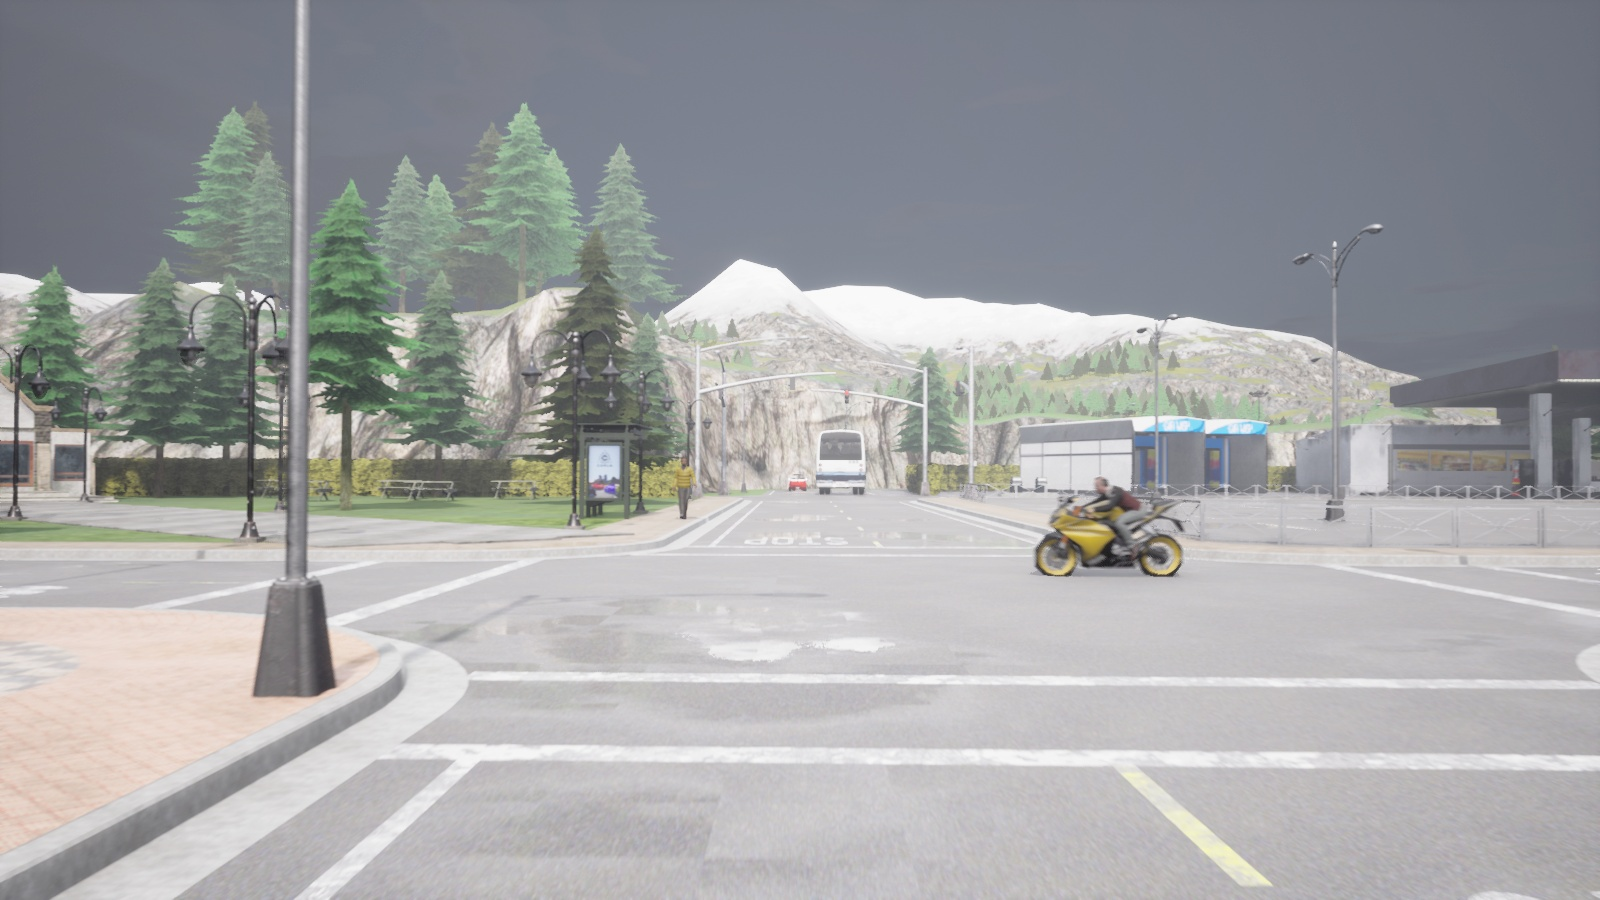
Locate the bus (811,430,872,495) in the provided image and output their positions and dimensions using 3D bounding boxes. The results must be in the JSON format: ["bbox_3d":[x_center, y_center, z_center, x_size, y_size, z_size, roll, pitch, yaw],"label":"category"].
[{"bbox_3d":[2.990,0.890,87.426,3.944,4.253,10.273,0,-1,4],"label":"bus"}]

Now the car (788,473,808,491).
[{"bbox_3d":[-0.152,2.487,96.602,1.481,1.376,2.207,0,-1,2],"label":"car"}]

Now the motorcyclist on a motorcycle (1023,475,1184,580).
[{"bbox_3d":[4.515,1.141,18.785,2.191,1.530,0.866,0,-1,0],"label":"motorcyclist on a motorcycle"}]

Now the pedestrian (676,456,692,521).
[{"bbox_3d":[-3.299,1.082,35.772,0.431,1.840,0.709,0,-1,-2],"label":"pedestrian"}]
